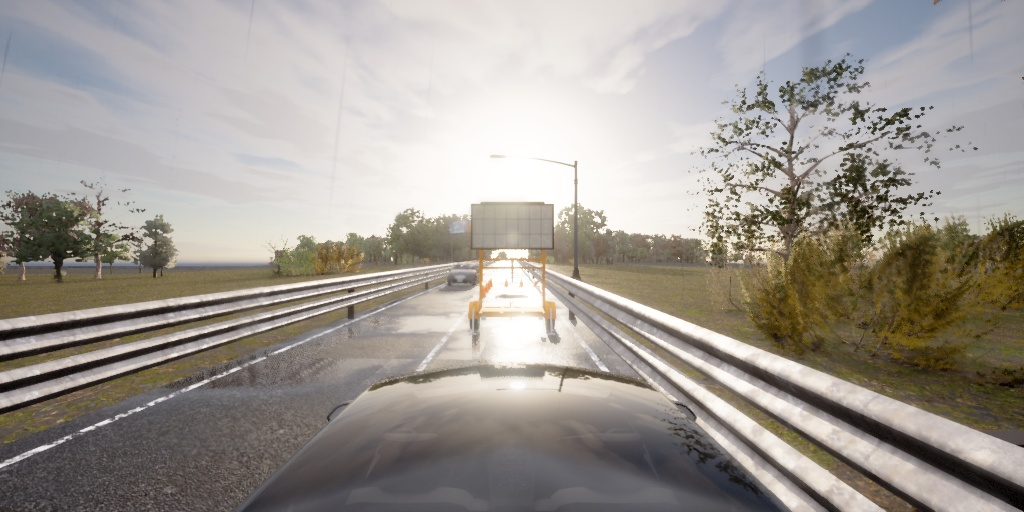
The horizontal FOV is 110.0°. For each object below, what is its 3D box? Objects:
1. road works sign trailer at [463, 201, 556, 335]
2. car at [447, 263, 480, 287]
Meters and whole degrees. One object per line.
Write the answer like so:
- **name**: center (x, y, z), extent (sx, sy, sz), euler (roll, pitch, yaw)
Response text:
- **road works sign trailer**: center (0.014, 0.218, 10.494), extent (2.380, 3.560, 2.880), euler (0, 0, 0)
- **car**: center (-3.241, 1.250, 24.793), extent (2.128, 1.511, 4.902), euler (0, 0, 0)
